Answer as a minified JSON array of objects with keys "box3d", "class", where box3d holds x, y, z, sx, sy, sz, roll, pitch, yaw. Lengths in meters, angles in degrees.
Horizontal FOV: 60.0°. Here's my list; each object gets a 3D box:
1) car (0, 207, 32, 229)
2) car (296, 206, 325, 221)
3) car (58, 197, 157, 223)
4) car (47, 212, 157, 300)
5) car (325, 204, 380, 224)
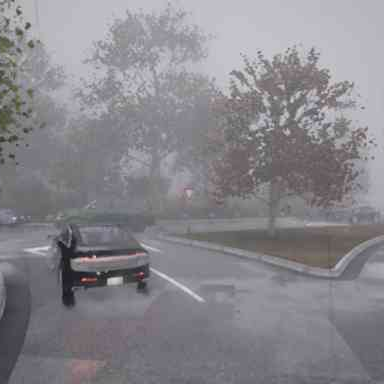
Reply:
[{"box3d":[-12.903,1.618,20.831,5.357,1.411,2.033,0,0,8],"class":"car"},{"box3d":[11.539,1.801,30.117,4.892,1.490,1.837,1,0,-31],"class":"car"},{"box3d":[-4.790,1.288,18.924,5.566,2.045,2.150,0,0,-18],"class":"car"},{"box3d":[-2.571,1.520,8.644,2.128,1.511,4.902,0,0,-26],"class":"car"},{"box3d":[13.586,1.801,27.583,4.892,1.490,1.837,1,0,-31],"class":"car"}]
